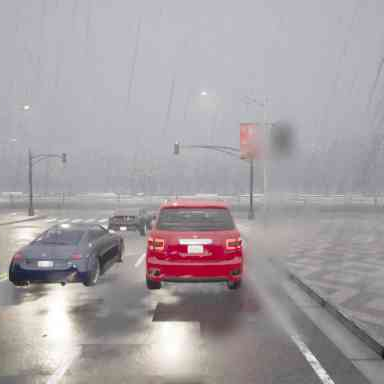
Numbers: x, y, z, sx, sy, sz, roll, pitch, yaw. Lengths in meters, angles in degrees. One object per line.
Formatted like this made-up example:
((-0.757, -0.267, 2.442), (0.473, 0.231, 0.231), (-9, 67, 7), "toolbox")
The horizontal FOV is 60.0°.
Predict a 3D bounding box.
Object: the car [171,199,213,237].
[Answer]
((-0.025, 1.341, 18.813), (2.097, 1.767, 4.553), (0, 0, 0), "car")

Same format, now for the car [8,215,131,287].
((-3.216, 1.558, 9.365), (1.994, 1.385, 4.181), (0, 0, 1), "car")

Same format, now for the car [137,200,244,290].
((0.044, 1.216, 9.223), (2.150, 2.045, 5.566), (0, 0, -1), "car")

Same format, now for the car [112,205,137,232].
((-3.275, 1.494, 18.266), (1.837, 1.490, 4.892), (0, 0, 0), "car")
